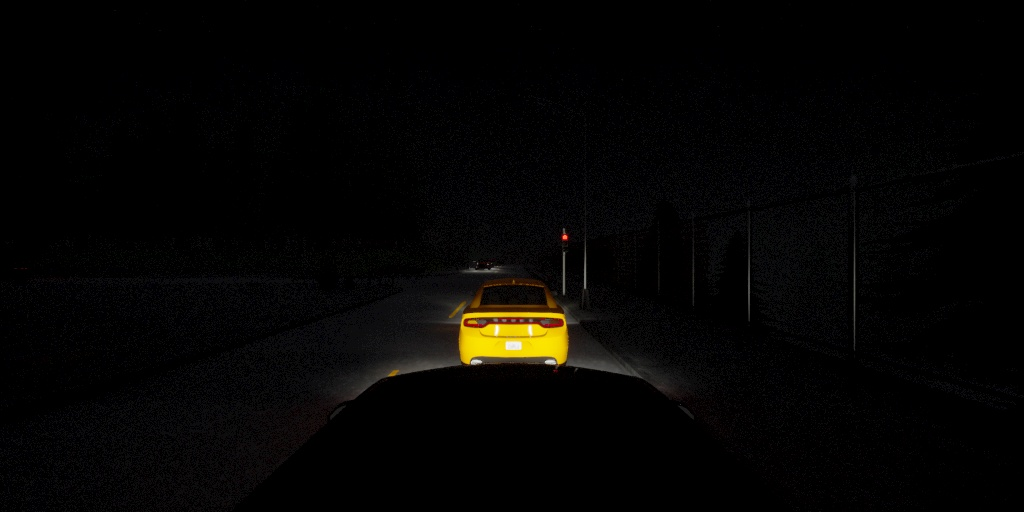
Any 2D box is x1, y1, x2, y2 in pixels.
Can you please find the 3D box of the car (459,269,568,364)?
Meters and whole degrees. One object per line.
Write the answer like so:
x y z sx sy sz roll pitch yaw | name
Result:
0.043 1.228 7.991 1.882 1.535 5.008 0 0 0 | car

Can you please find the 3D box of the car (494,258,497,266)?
-4.109 1.351 62.236 1.895 1.301 4.718 0 0 0 | car

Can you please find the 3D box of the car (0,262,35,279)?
-44.781 1.255 31.191 4.892 1.490 1.837 0 0 0 | car

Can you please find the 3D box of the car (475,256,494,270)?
-4.123 1.102 51.959 2.097 1.767 4.553 0 0 0 | car
